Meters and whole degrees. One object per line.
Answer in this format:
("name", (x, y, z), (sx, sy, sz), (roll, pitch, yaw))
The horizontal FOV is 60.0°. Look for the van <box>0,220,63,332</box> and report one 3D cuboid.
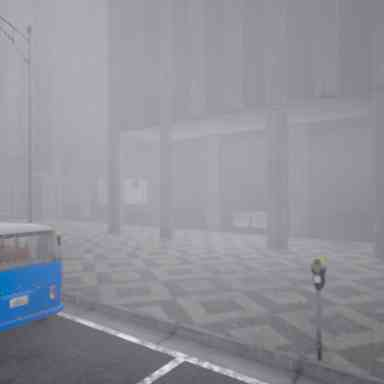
("van", (-4.052, 1.387, 5.974), (3.998, 1.788, 1.690), (0, 0, 36))
